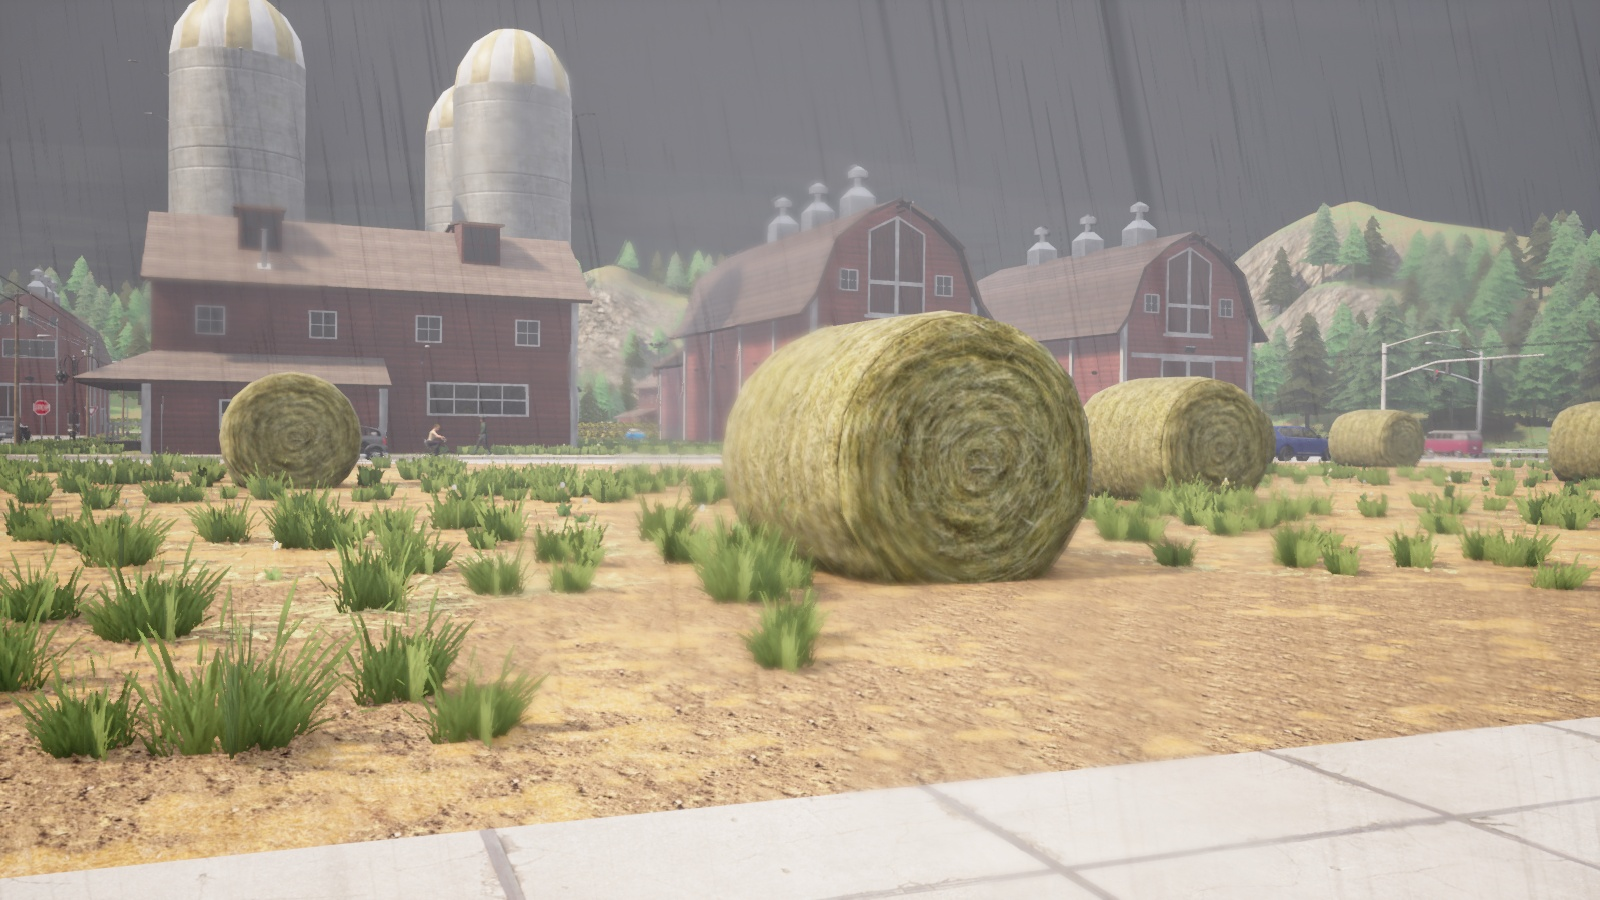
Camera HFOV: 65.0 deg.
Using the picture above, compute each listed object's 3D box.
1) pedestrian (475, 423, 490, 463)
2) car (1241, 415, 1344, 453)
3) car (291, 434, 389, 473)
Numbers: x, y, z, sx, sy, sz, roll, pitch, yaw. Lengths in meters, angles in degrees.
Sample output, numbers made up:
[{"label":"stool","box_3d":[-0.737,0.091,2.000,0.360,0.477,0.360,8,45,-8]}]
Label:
[{"label":"pedestrian","box_3d":[-14.934,-0.330,59.000,0.614,1.847,0.353,-1,1,-25]},{"label":"car","box_3d":[27.644,-0.922,70.490,5.566,2.045,2.150,-1,1,-25]},{"label":"car","box_3d":[-19.299,0.135,52.730,3.705,1.549,1.789,-1,1,-25]}]
